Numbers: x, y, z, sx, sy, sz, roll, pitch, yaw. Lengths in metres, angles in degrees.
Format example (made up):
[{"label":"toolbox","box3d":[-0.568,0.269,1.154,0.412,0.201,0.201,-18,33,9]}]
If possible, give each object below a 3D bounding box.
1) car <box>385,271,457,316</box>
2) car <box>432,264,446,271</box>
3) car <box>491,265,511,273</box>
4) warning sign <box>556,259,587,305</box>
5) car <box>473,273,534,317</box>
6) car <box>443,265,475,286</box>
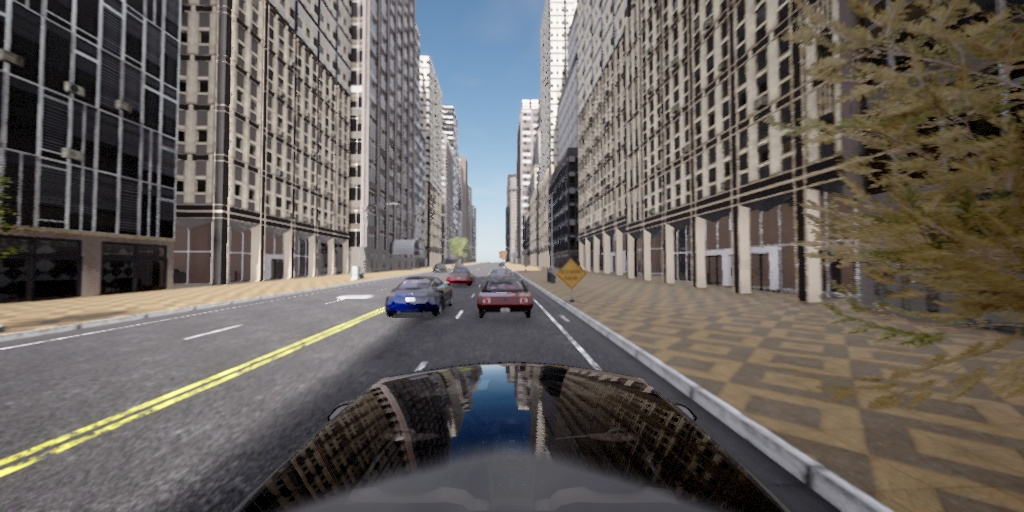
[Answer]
[{"label":"car","box3d":[-3.551,1.483,14.338,1.994,1.385,4.181,0,-1,-2]},{"label":"car","box3d":[-11.909,2.028,59.284,1.837,1.490,4.892,0,-1,-2]},{"label":"car","box3d":[-0.824,1.633,27.345,2.033,1.411,5.357,0,-1,-2]},{"label":"warning sign","box3d":[2.488,1.032,14.890,1.300,1.860,1.060,0,0,-2]},{"label":"car","box3d":[-0.285,1.509,13.907,1.895,1.301,4.718,0,-1,-2]},{"label":"car","box3d":[-4.143,1.683,29.505,1.994,1.385,4.181,0,-1,-2]}]
